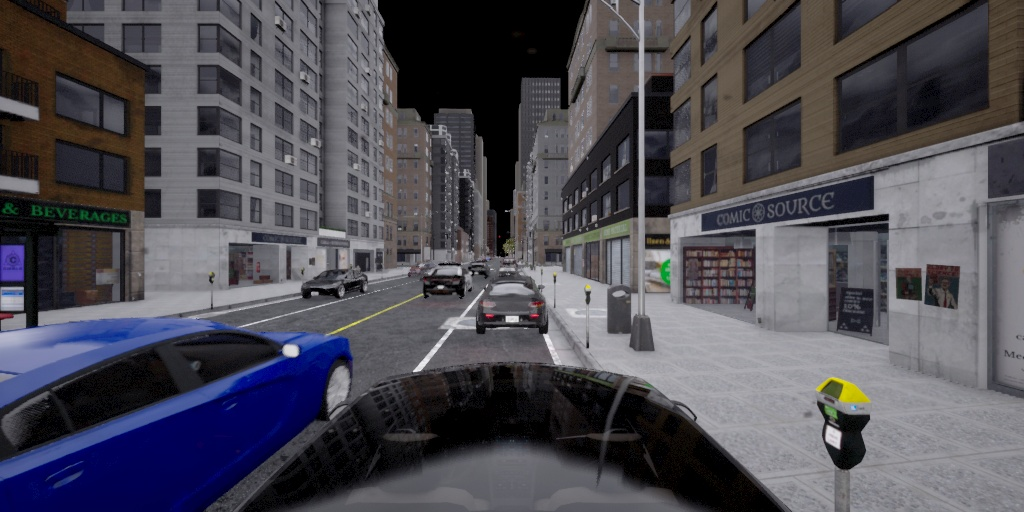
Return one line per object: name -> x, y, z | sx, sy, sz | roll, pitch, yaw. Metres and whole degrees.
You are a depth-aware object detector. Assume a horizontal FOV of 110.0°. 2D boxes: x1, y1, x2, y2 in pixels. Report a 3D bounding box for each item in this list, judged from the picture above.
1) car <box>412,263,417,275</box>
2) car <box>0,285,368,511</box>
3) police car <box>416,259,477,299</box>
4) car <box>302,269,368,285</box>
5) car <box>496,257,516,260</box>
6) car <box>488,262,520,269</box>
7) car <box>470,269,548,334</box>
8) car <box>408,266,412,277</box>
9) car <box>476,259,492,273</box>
car -> -6.243, 1.242, 29.268 | 2.128, 1.511, 4.902 | 0, 0, 0
car -> -3.051, 1.228, 2.782 | 1.882, 1.535, 5.008 | 0, 0, 0
police car -> -3.144, 1.175, 18.402 | 1.930, 1.638, 5.238 | 0, 0, 0
car -> -8.813, 1.316, 18.202 | 1.948, 1.339, 4.313 | 0, 0, 0
car -> -0.288, 1.066, 40.309 | 2.192, 1.841, 5.009 | 0, 0, 0
car -> -0.288, 1.301, 23.738 | 2.007, 1.370, 4.403 | 0, 0, 0
car -> 0.003, 1.276, 10.500 | 1.812, 1.442, 4.674 | 0, 0, 0
car -> -8.814, 1.333, 34.778 | 1.802, 1.307, 4.207 | 0, 0, 0
car -> -3.051, 1.253, 33.183 | 1.837, 1.490, 4.892 | 0, -1, 0
